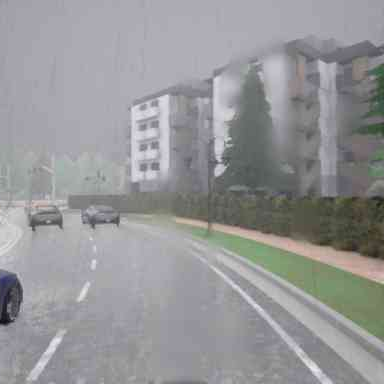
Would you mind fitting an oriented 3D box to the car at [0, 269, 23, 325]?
[{"bbox_3d":[-3.852,1.568,4.168,1.812,1.442,4.674,0,0,-6],"label":"car"}]

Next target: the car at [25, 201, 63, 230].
[{"bbox_3d":[-9.847,1.620,22.174,2.128,1.511,4.902,0,0,-29],"label":"car"}]

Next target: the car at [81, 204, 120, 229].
[{"bbox_3d":[-6.353,1.591,22.914,2.128,1.511,4.902,0,0,-28],"label":"car"}]
